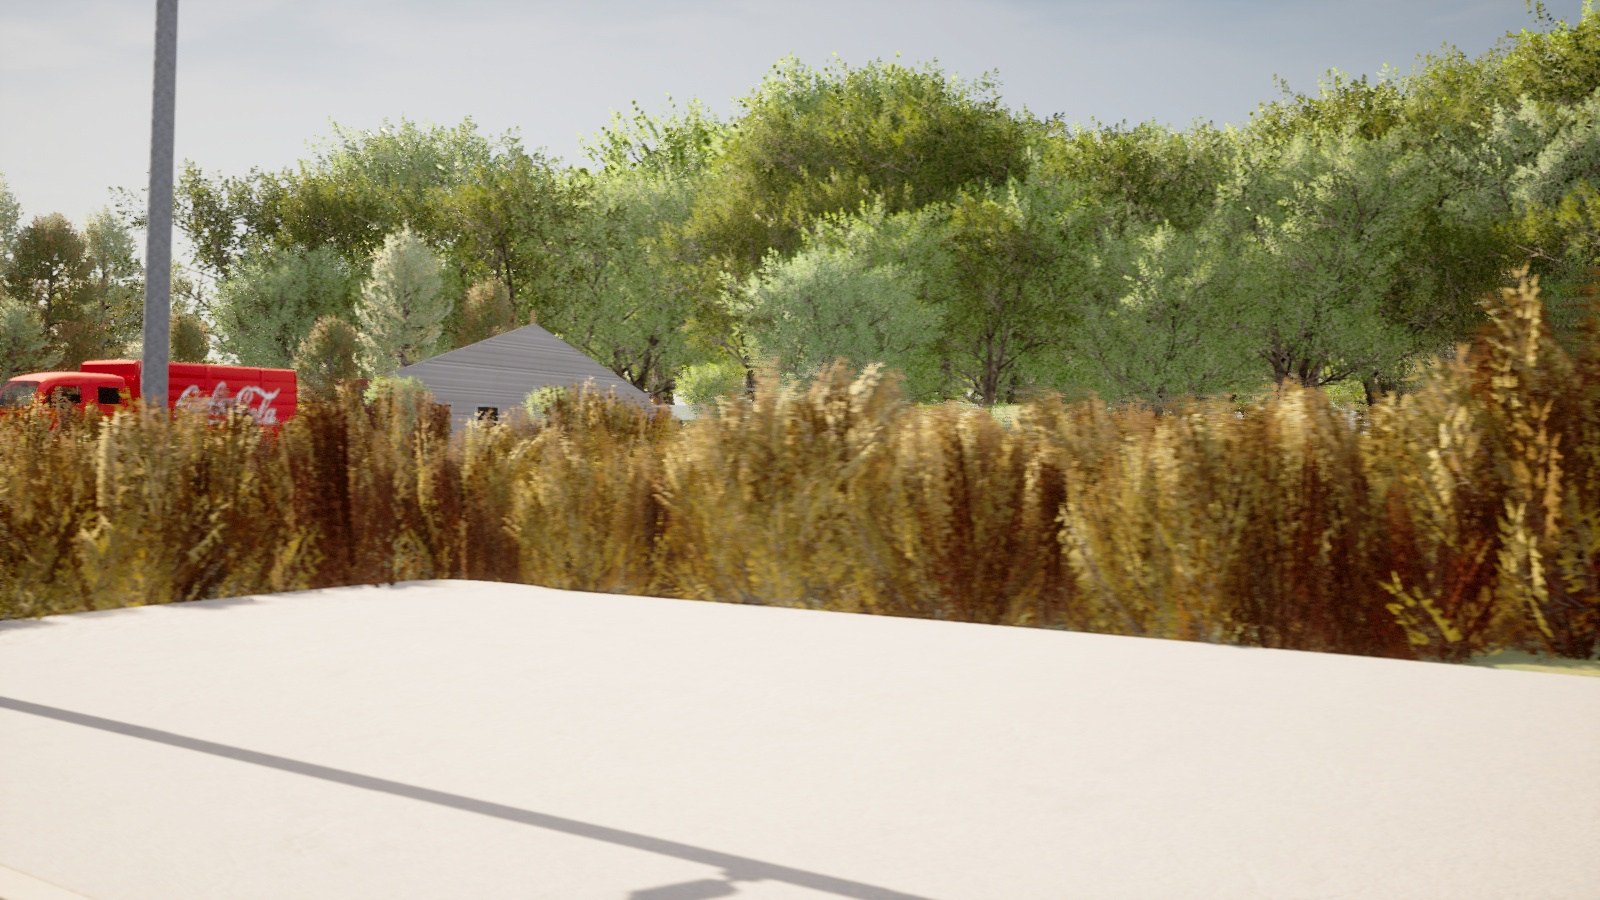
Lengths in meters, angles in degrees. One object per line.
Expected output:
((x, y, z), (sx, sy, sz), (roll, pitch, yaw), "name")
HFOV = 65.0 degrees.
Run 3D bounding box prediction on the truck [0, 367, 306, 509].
((-12.831, -0.269, 24.703), (2.627, 2.467, 5.204), (1, 2, 35), "truck")
